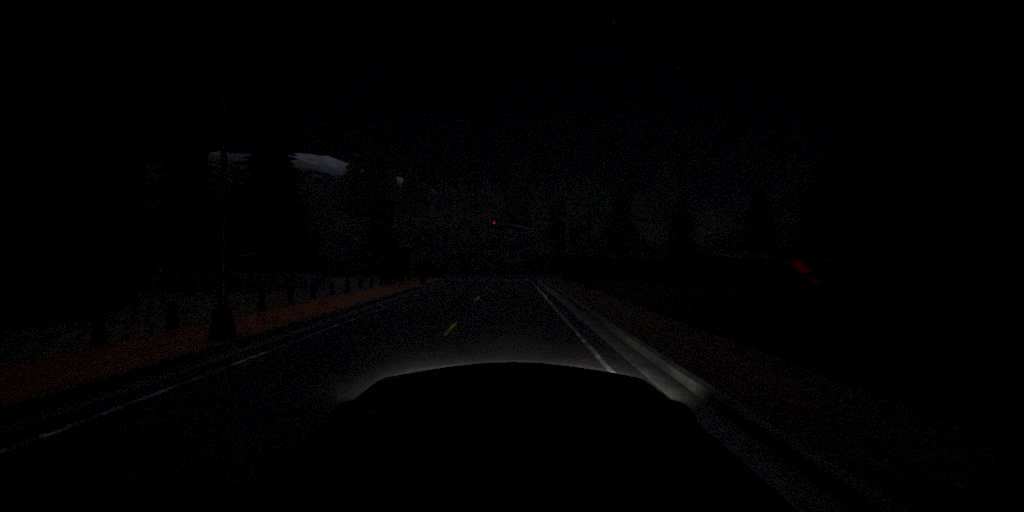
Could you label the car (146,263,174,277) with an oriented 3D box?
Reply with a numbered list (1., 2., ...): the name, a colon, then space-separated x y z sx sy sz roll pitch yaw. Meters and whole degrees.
1. car: -38.914 1.457 38.313 4.674 1.442 1.812 0 -1 0
